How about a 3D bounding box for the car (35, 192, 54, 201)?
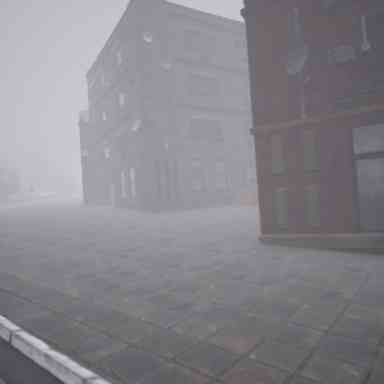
[{"bbox_3d":[-28.297,0.796,64.076,1.812,1.442,4.674,-4,3,1],"label":"car"}]
